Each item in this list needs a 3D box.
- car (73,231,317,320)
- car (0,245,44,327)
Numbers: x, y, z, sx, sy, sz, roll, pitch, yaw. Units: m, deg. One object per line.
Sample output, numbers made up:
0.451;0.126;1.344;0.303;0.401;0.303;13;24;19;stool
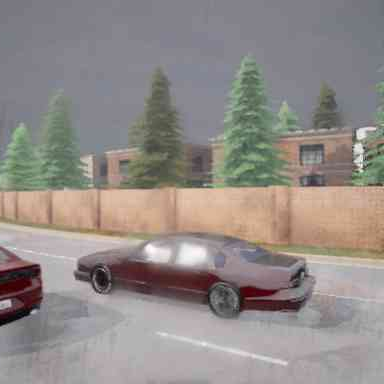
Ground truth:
-0.142;1.609;7.387;5.357;1.411;2.033;0;-1;30;car
-4.927;1.547;6.252;5.008;1.535;1.882;0;0;32;car
